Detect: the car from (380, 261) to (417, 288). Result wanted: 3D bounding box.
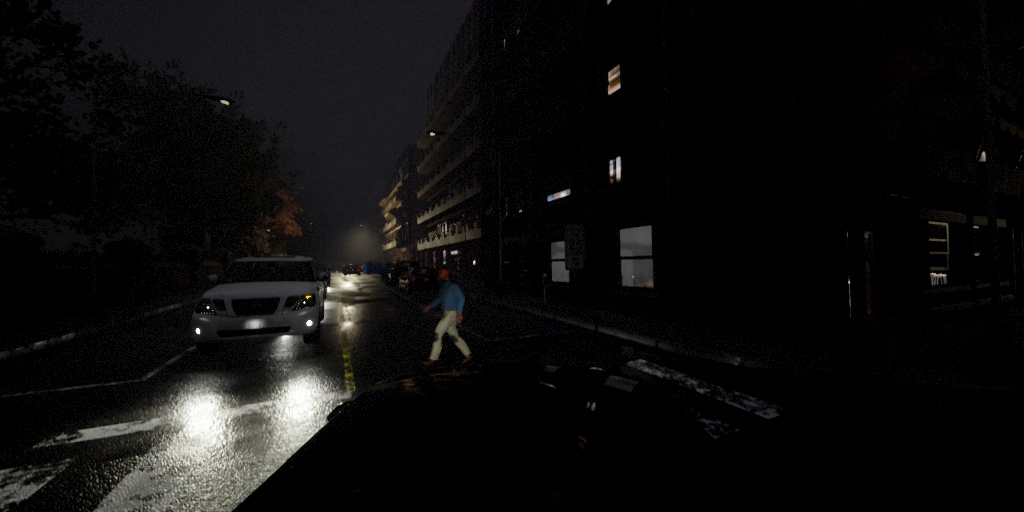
[{"bbox_3d":[-7.917,1.253,26.021,2.192,1.841,5.009,0,0,-26],"label":"car"}]

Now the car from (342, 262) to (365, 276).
[{"bbox_3d":[-19.687,1.710,44.081,2.033,1.411,5.357,0,-1,-26],"label":"car"}]

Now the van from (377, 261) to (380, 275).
[{"bbox_3d":[-10.357,1.337,30.976,1.690,1.789,3.998,0,0,-26],"label":"van"}]

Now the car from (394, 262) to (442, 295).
[{"bbox_3d":[-5.476,1.321,21.066,1.967,1.591,4.097,0,0,-26],"label":"car"}]

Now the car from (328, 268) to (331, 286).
[{"bbox_3d":[-10.581,1.446,18.337,1.994,1.385,4.181,0,-1,-26],"label":"car"}]

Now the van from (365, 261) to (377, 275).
[{"bbox_3d":[-17.680,1.509,45.841,1.690,1.789,3.998,0,0,-26],"label":"van"}]

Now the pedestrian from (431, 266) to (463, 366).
[{"bbox_3d":[-1.159,1.019,6.395,0.375,1.860,0.375,1,-2,-26],"label":"pedestrian"}]

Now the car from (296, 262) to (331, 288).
[{"bbox_3d":[-15.013,1.338,27.344,2.097,1.767,4.553,0,-1,-26],"label":"car"}]

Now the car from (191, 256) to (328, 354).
[{"bbox_3d":[-6.194,0.999,9.416,2.150,2.045,5.566,0,-1,-26],"label":"car"}]
